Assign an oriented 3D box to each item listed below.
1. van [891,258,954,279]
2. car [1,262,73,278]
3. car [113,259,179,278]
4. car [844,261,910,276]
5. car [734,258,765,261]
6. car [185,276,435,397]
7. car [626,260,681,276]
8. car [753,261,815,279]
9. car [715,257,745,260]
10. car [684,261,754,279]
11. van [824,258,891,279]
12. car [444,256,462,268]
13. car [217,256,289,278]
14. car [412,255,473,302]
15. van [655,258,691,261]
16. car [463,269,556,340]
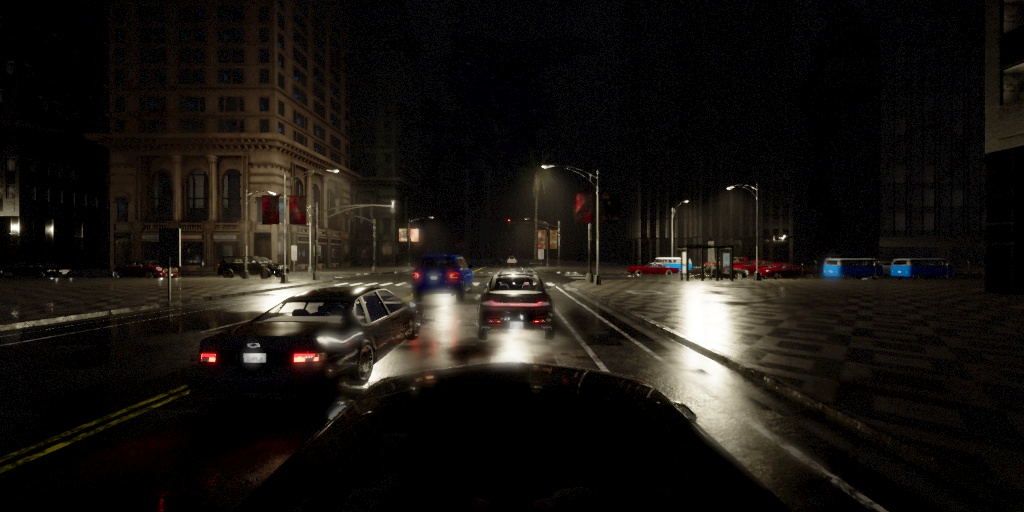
[{"bbox_3d":[34.101,1.080,29.838,3.998,1.789,1.690,0,0,0],"label":"van"},{"bbox_3d":[-43.146,1.289,32.636,4.902,1.511,2.128,0,0,0],"label":"car"},{"bbox_3d":[-33.163,1.138,32.582,4.553,1.767,2.097,0,0,0],"label":"car"},{"bbox_3d":[36.272,1.247,35.683,4.674,1.442,1.812,0,0,0],"label":"car"},{"bbox_3d":[24.262,1.204,35.694,5.008,1.535,1.882,0,0,0],"label":"car"},{"bbox_3d":[-3.148,1.297,6.912,2.033,1.411,5.357,0,0,0],"label":"car"},{"bbox_3d":[13.893,1.335,35.691,4.718,1.301,1.895,0,0,2],"label":"car"},{"bbox_3d":[22.747,1.326,29.833,4.207,1.307,1.802,0,0,0],"label":"car"},{"bbox_3d":[22.742,1.035,38.358,5.009,1.841,2.192,0,0,0],"label":"car"},{"bbox_3d":[17.069,1.299,29.831,4.403,1.370,2.007,0,0,0],"label":"car"},{"bbox_3d":[28.425,1.082,29.836,3.998,1.789,1.690,0,0,0],"label":"van"},{"bbox_3d":[-9.835,0.974,60.141,2.150,2.045,5.566,0,0,0],"label":"car"},{"bbox_3d":[-23.445,0.996,32.529,5.566,2.045,2.150,0,0,0],"label":"car"},{"bbox_3d":[-3.152,0.972,17.153,2.150,2.045,5.566,0,0,0],"label":"car"},{"bbox_3d":[17.064,1.065,38.356,3.998,1.789,1.690,0,0,0],"label":"van"},{"bbox_3d":[0.093,1.240,9.981,2.128,1.511,4.902,0,0,0],"label":"car"}]
